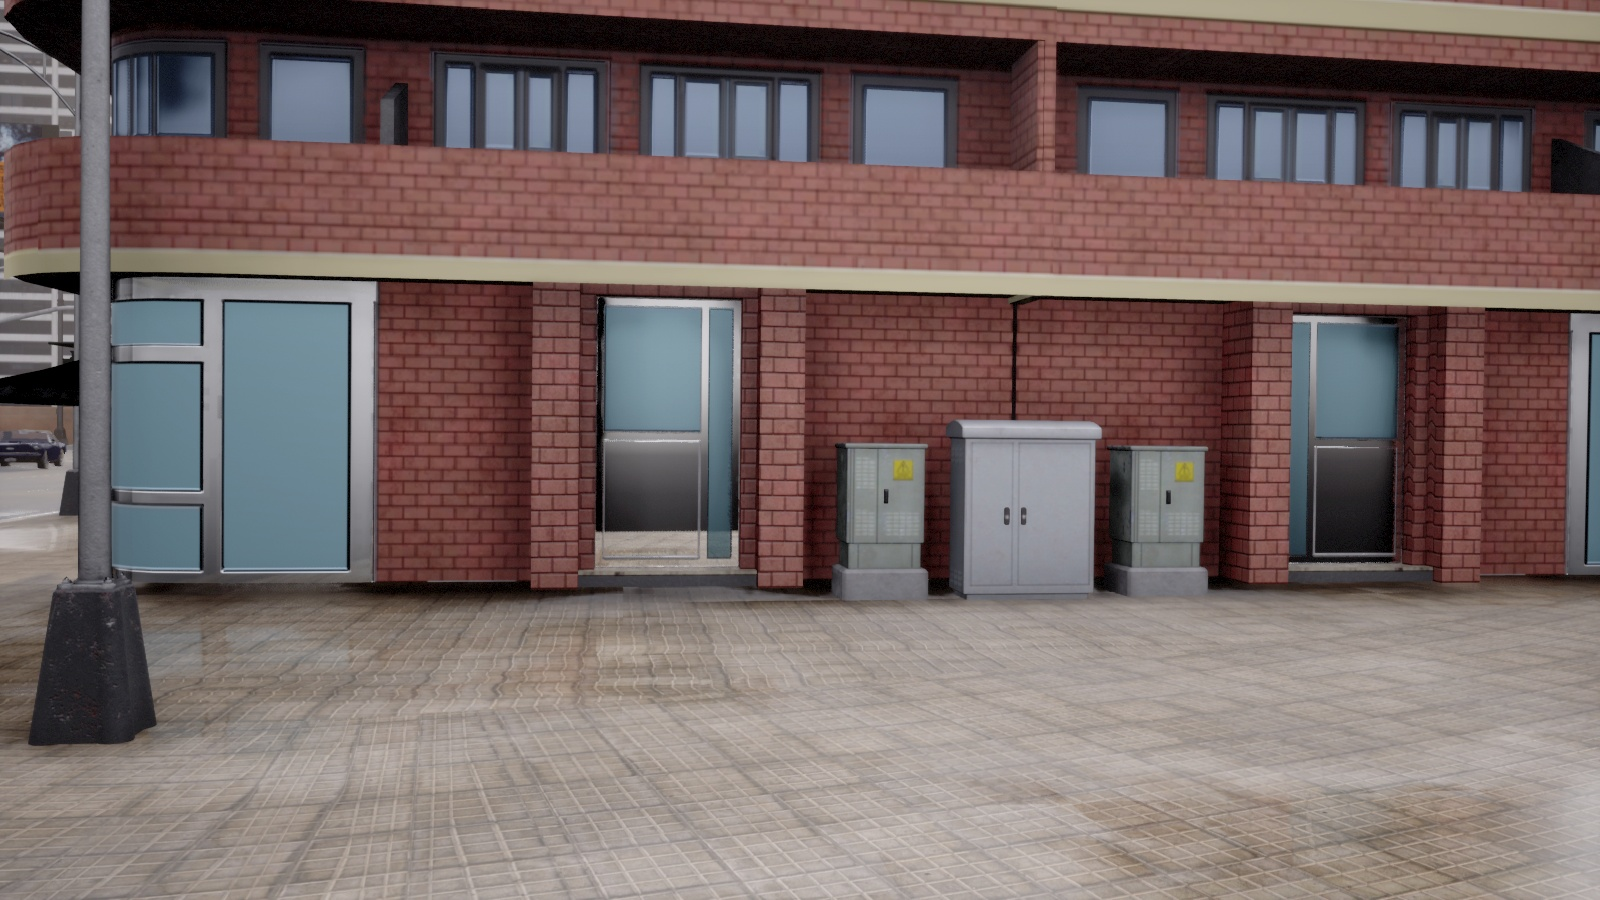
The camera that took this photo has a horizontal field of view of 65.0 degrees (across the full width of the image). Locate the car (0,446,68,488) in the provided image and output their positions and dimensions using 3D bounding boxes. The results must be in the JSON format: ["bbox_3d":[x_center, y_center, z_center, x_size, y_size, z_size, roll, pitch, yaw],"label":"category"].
[{"bbox_3d":[-26.550,0.542,42.965,1.895,1.301,4.718,-1,1,-22],"label":"car"}]
